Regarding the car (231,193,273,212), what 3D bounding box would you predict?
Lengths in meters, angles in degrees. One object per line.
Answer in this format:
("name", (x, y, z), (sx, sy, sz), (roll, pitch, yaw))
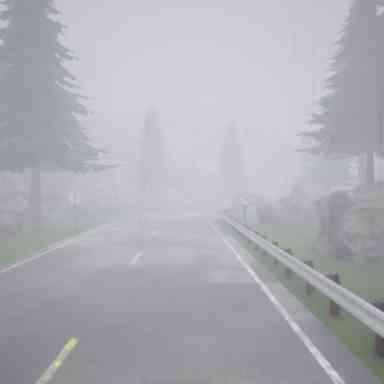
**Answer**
("car", (6.993, 1.172, 37.998), (5.566, 2.045, 2.150), (0, -1, -36))
